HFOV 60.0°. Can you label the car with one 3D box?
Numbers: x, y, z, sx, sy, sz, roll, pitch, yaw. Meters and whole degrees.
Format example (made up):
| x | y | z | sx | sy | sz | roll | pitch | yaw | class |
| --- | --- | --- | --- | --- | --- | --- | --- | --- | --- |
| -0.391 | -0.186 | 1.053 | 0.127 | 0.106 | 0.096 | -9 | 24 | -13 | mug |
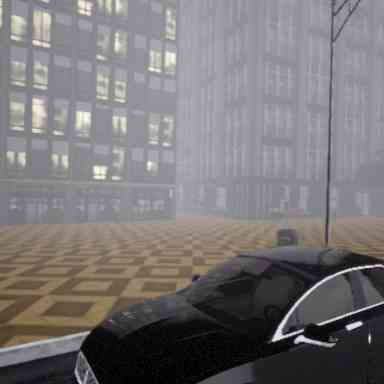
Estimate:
| x | y | z | sx | sy | sz | roll | pitch | yaw | class |
| --- | --- | --- | --- | --- | --- | --- | --- | --- | --- |
| 1.175 | 1.499 | 4.009 | 4.892 | 1.490 | 1.837 | 1 | 0 | -31 | car |
